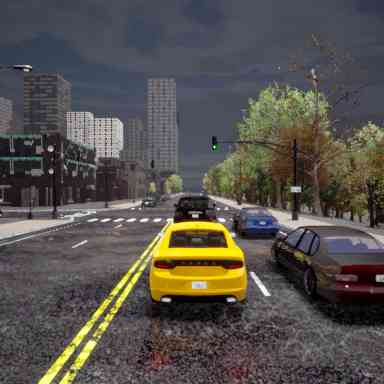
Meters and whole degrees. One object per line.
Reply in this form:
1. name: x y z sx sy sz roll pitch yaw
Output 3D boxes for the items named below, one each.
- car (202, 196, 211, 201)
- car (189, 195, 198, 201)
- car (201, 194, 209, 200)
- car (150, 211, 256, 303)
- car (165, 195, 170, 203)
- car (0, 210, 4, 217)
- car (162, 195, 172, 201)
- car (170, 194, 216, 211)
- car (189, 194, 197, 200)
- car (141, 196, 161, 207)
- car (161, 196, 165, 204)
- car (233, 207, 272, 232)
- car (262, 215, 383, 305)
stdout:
1. car: 3.515 1.560 81.623 1.895 1.301 4.718 0 0 0
2. car: 0.263 1.490 81.187 2.128 1.511 4.902 0 0 0
3. car: 3.548 1.299 91.595 1.837 1.490 4.892 0 0 0
4. car: 0.124 1.476 8.285 1.882 1.535 5.008 0 0 0
5. car: -6.275 1.531 69.414 1.994 1.385 4.181 0 0 0
6. car: -19.855 1.811 30.818 4.313 1.339 1.947 -1 1 0
7. car: -6.227 1.502 83.585 2.033 1.411 5.357 0 0 0
8. car: 0.159 1.218 18.200 2.150 2.045 5.566 0 0 0
9. car: 0.298 1.325 91.605 2.128 1.511 4.902 0 0 0
10. car: -6.443 1.478 50.204 2.128 1.511 4.902 0 0 1
11. car: -6.375 1.485 59.673 1.837 1.490 4.892 0 1 1
12. car: 3.410 1.544 18.525 2.033 1.411 5.357 0 0 0
13. car: 3.374 1.546 8.289 2.033 1.411 5.357 0 0 1
